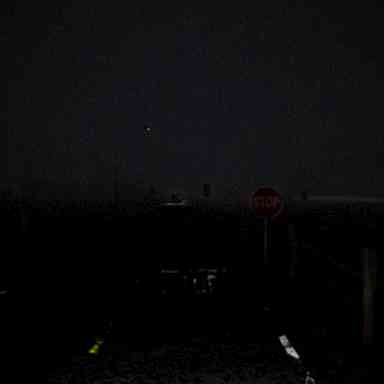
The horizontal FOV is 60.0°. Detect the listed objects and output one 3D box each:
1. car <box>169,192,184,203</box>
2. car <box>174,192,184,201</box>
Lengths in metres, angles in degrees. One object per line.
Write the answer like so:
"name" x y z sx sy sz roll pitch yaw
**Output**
"car" -2.756 0.998 57.236 2.097 1.767 4.553 0 0 0
"car" -2.758 0.952 72.063 2.097 1.767 4.553 0 0 0
